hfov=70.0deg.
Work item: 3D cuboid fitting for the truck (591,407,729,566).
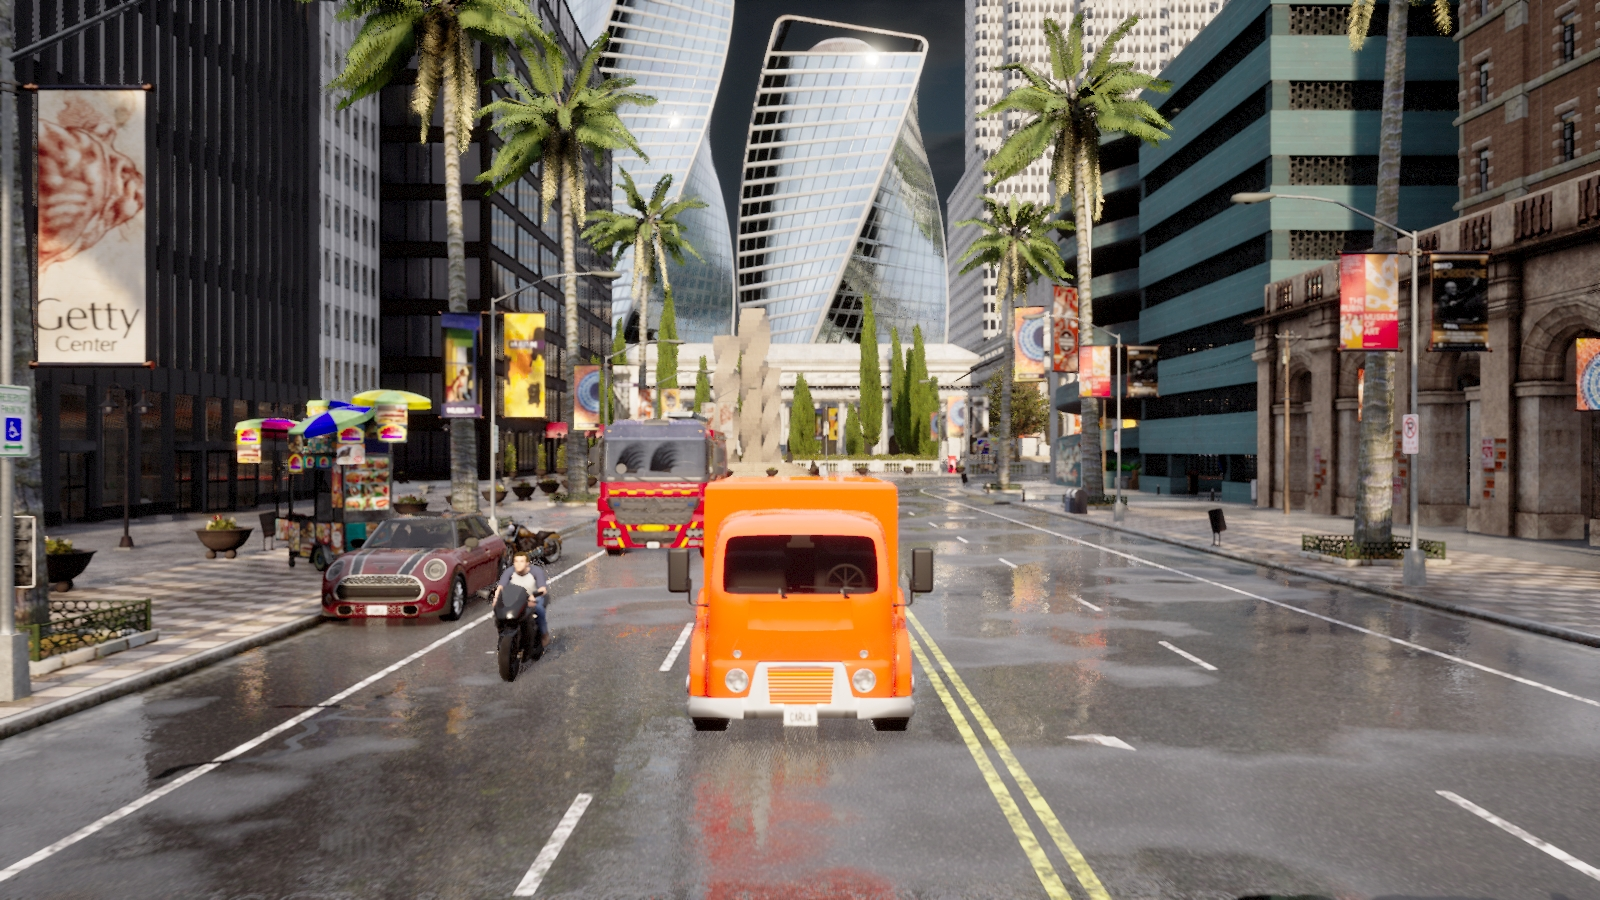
[{"bbox_3d":[-3.645,0.885,31.847,2.891,3.827,8.468,0,0,-1],"label":"truck"}]

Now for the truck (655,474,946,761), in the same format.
[{"bbox_3d":[0.005,1.563,12.923,2.627,2.467,5.204,0,0,0],"label":"truck"}]
